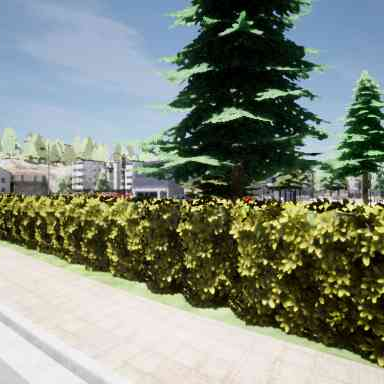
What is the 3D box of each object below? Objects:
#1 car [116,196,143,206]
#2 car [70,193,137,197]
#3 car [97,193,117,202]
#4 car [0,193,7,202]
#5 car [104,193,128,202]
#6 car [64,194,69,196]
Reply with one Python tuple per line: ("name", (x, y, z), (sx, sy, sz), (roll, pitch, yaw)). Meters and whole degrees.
("car", (-10.065, 1.384, 53.309), (1.970, 1.475, 3.806), (0, 0, 44))
("car", (-8.071, 1.221, 31.035), (2.150, 2.045, 5.566), (0, 0, 44))
("car", (-18.236, 1.077, 71.388), (1.905, 1.878, 3.866), (0, 0, 44))
("car", (-41.786, 1.097, 70.187), (1.932, 1.855, 4.605), (0, 0, 44))
("car", (-15.876, 1.097, 69.643), (1.932, 1.855, 4.605), (0, 0, 44))
("car", (-27.350, 1.154, 80.367), (2.152, 1.636, 5.027), (0, 0, 44))
